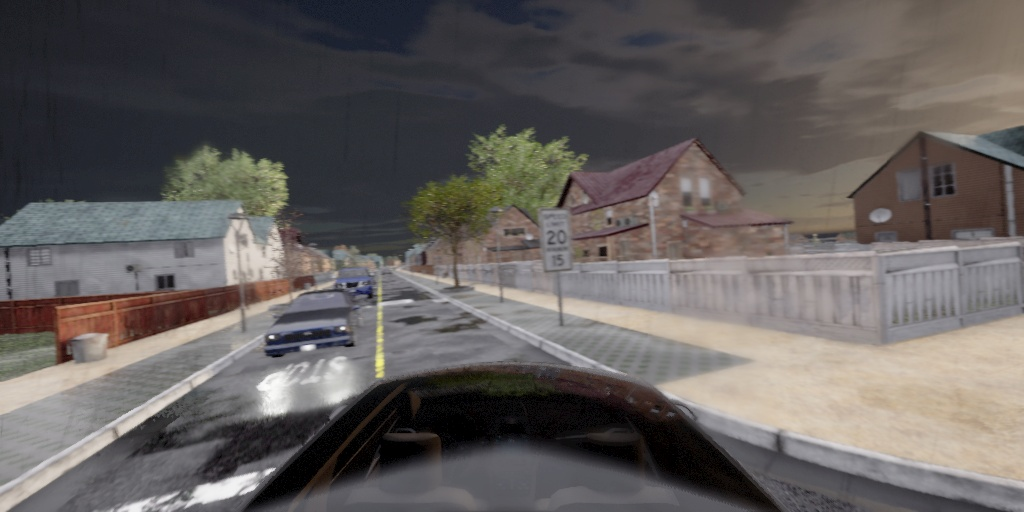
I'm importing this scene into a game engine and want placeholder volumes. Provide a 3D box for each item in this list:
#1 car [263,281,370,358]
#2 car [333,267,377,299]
[{"bbox_3d":[-5.432,1.707,10.394,2.033,1.411,5.357,-4,0,-20],"label":"car"},{"bbox_3d":[-10.281,1.764,23.521,2.150,2.045,5.566,-4,0,-20],"label":"car"}]
